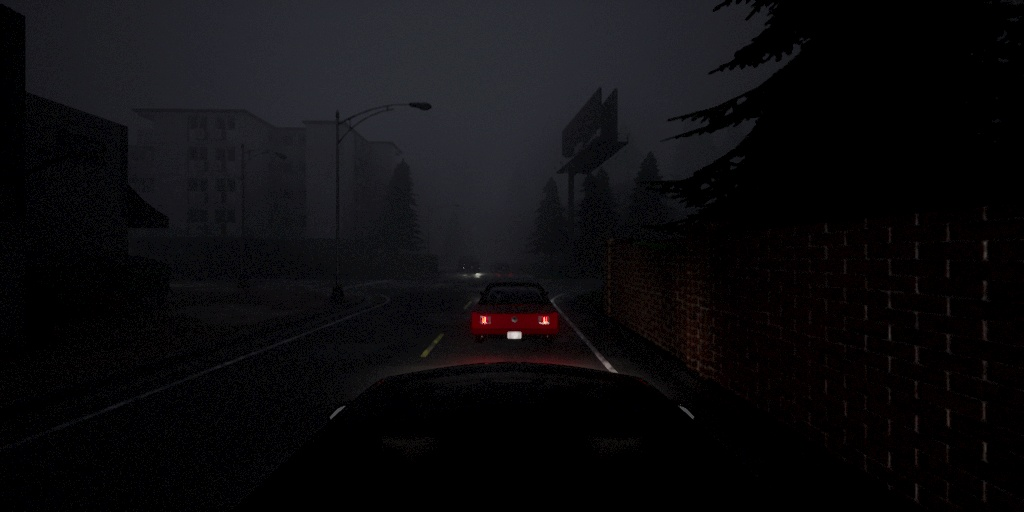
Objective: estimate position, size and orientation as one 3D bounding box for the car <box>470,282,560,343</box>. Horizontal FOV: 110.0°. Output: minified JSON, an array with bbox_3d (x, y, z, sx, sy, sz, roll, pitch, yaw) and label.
[{"bbox_3d":[0.060,1.340,9.590,1.895,1.301,4.718,0,0,0],"label":"car"}]

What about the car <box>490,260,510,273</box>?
[{"bbox_3d":[-1.478,1.220,43.504,1.812,1.442,4.674,0,0,-13],"label":"car"}]

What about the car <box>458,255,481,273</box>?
[{"bbox_3d":[-5.277,0.917,43.407,2.150,2.045,5.566,0,0,-15],"label":"car"}]
